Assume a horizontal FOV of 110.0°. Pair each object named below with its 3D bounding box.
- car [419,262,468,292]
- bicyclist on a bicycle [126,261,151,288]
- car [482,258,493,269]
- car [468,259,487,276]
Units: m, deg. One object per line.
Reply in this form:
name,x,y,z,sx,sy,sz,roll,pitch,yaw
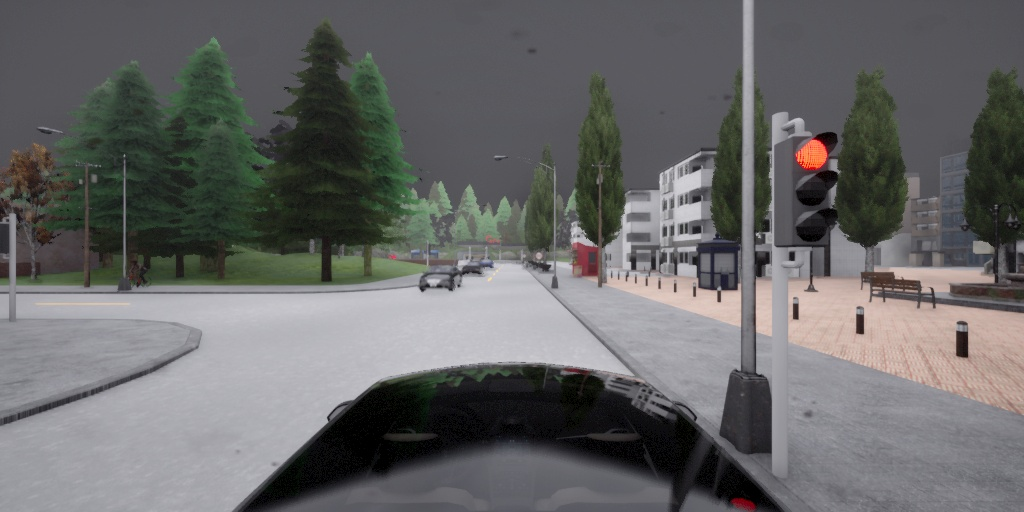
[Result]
car,-4.094,1.242,21.129,2.128,1.511,4.902,0,0,0
bicyclist on a bicycle,-22.136,1.099,21.184,0.582,1.620,1.656,0,0,0
car,-4.014,1.227,57.434,1.882,1.535,5.008,0,0,1
car,-4.086,1.297,37.998,2.033,1.411,5.357,0,0,0
